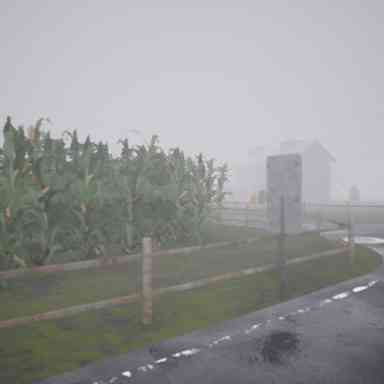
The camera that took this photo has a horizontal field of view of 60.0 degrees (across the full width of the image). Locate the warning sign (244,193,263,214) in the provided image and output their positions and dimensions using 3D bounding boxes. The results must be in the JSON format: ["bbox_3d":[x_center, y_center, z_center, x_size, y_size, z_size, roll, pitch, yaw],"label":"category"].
[{"bbox_3d":[5.631,1.019,30.358,1.300,1.860,1.060,-1,0,-36],"label":"warning sign"}]
